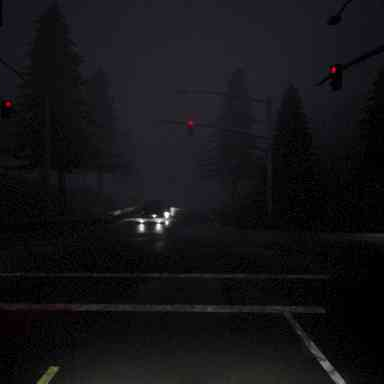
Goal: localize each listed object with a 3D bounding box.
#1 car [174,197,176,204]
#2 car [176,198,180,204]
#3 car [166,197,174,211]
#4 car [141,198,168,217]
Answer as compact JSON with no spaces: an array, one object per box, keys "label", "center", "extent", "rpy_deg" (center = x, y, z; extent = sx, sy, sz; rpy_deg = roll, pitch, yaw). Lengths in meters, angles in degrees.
[{"label":"car","center":[-3.849,1.601,50.700],"extent":[1.895,1.301,4.718],"rpy_deg":[0,0,-7]},{"label":"car","center":[-4.055,1.564,61.744],"extent":[1.994,1.385,4.181],"rpy_deg":[0,0,-39]},{"label":"car","center":[-3.624,1.601,40.530],"extent":[1.895,1.301,4.718],"rpy_deg":[0,0,0]},{"label":"car","center":[-3.619,1.505,31.239],"extent":[1.837,1.490,4.892],"rpy_deg":[0,0,0]}]
